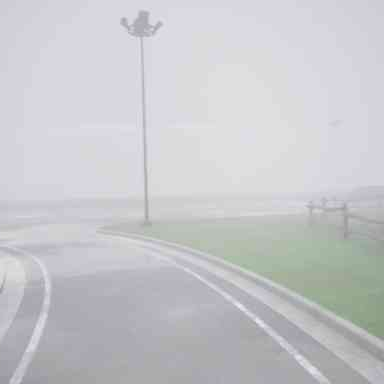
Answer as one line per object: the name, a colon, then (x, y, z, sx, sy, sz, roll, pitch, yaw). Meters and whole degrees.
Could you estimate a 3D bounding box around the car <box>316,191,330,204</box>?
car: (17.308, 0.577, 38.376, 5.008, 1.535, 1.882, -2, 1, -16)

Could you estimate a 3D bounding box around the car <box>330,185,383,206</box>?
car: (17.795, 0.349, 34.876, 5.566, 2.045, 2.150, -2, 1, -16)

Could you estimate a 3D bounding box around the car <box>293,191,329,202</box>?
car: (16.174, 0.613, 45.327, 4.181, 1.385, 1.994, -2, 1, -16)

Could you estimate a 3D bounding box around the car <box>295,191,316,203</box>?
car: (15.981, 0.644, 41.638, 5.357, 1.411, 2.033, -2, 1, -16)
